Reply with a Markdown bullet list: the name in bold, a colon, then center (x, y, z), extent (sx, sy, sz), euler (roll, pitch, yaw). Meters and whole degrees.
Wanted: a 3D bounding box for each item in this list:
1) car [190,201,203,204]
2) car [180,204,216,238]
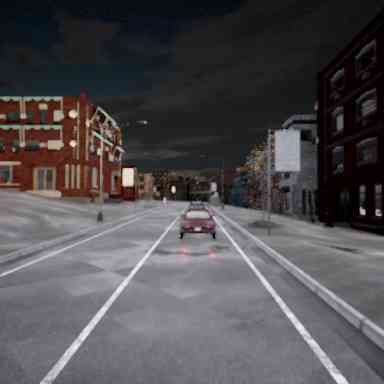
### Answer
- **car**: center (0.554, 1.784, 39.007), extent (2.128, 1.511, 4.902), euler (0, -1, 1)
- **car**: center (0.309, 1.628, 18.285), extent (1.812, 1.442, 4.674), euler (0, -1, 1)
